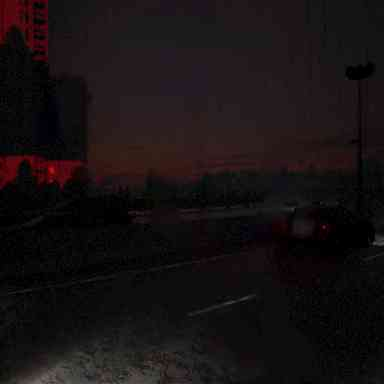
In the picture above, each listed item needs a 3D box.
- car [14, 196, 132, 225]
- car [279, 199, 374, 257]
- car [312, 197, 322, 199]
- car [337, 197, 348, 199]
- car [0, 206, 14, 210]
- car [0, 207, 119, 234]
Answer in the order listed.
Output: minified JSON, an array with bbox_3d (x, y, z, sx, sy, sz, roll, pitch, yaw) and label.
[{"bbox_3d":[-5.852,1.236,17.375,5.566,2.045,2.150,0,0,-40],"label":"car"},{"bbox_3d":[5.435,1.325,13.180,4.553,1.767,2.097,0,0,-43],"label":"car"},{"bbox_3d":[18.919,1.507,50.337,1.882,1.535,5.008,0,0,24],"label":"car"},{"bbox_3d":[21.148,1.504,46.803,1.837,1.490,4.892,0,0,25],"label":"car"},{"bbox_3d":[-11.041,1.524,17.773,4.902,1.511,2.128,0,0,-37],"label":"car"},{"bbox_3d":[-5.557,1.540,13.168,4.674,1.442,1.812,0,0,-39],"label":"car"}]
